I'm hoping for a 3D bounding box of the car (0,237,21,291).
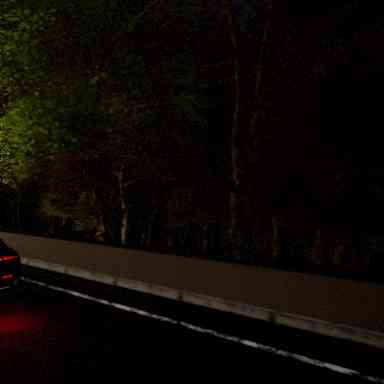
[{"bbox_3d":[-5.948,1.534,7.893,4.892,1.490,1.837,1,0,36],"label":"car"}]
